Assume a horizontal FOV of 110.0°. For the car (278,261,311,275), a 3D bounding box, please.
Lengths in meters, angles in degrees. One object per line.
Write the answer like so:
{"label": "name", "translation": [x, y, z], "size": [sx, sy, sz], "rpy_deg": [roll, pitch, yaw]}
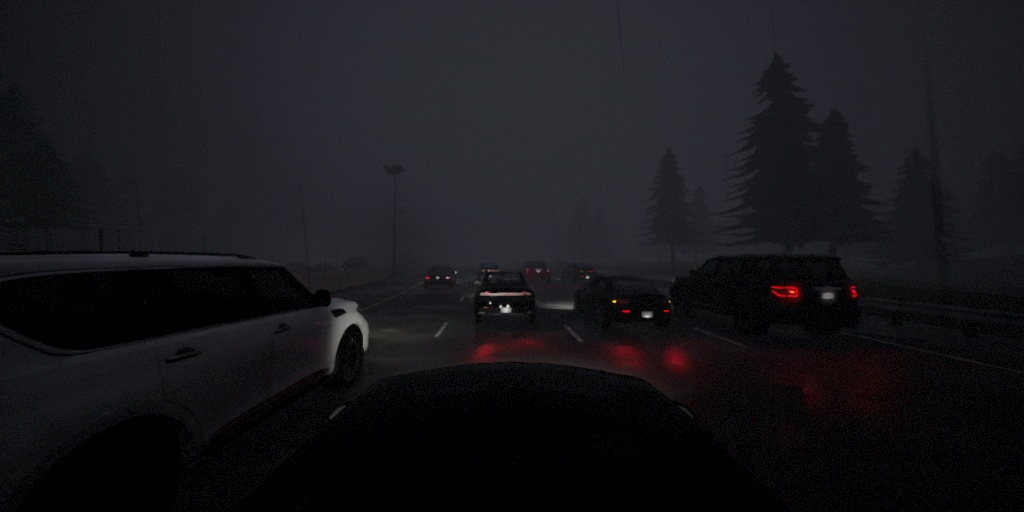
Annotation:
{"label": "car", "translation": [-25.734, 1.415, 42.593], "size": [1.837, 1.490, 4.892], "rpy_deg": [0, -1, -13]}

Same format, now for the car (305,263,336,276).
{"label": "car", "translation": [-21.861, 1.494, 41.091], "size": [1.895, 1.301, 4.718], "rpy_deg": [0, 0, -12]}

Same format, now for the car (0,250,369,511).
{"label": "car", "translation": [-3.470, 0.984, 3.689], "size": [2.150, 2.045, 5.566], "rpy_deg": [0, 0, -1]}

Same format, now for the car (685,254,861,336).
{"label": "car", "translation": [6.819, 0.977, 10.550], "size": [2.150, 2.045, 5.566], "rpy_deg": [0, 0, -3]}

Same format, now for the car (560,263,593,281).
{"label": "car", "translation": [5.215, 1.308, 28.604], "size": [1.837, 1.490, 4.892], "rpy_deg": [0, 0, -7]}

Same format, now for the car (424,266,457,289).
{"label": "car", "translation": [-4.767, 1.362, 24.097], "size": [2.033, 1.411, 5.357], "rpy_deg": [0, 0, -7]}

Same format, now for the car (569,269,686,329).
{"label": "car", "translation": [3.263, 1.291, 11.235], "size": [1.812, 1.442, 4.674], "rpy_deg": [0, 0, -3]}

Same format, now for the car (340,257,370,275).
{"label": "car", "translation": [-18.639, 1.116, 42.829], "size": [2.150, 2.045, 5.566], "rpy_deg": [0, -1, -12]}

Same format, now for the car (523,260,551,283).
{"label": "car", "translation": [1.680, 1.163, 28.595], "size": [2.097, 1.767, 4.553], "rpy_deg": [0, 0, -7]}

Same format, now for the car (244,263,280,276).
{"label": "car", "translation": [-29.201, 1.511, 42.091], "size": [1.895, 1.301, 4.718], "rpy_deg": [0, 0, -13]}

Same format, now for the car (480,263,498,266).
{"label": "car", "translation": [-1.921, 1.312, 29.186], "size": [2.128, 1.511, 4.902], "rpy_deg": [0, 0, -7]}

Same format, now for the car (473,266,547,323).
{"label": "car", "translation": [-0.287, 1.268, 12.212], "size": [2.128, 1.511, 4.902], "rpy_deg": [0, 0, -3]}
